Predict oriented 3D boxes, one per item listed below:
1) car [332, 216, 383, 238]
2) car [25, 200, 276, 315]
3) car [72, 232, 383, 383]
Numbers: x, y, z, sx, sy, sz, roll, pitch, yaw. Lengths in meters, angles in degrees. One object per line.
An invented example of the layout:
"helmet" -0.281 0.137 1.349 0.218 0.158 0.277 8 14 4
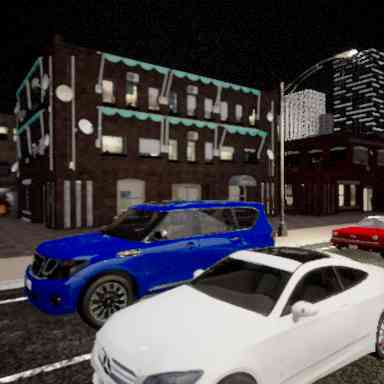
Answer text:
"car" 7.468 1.625 12.970 4.718 1.301 1.895 0 0 -35
"car" -0.528 1.228 7.290 5.566 2.045 2.150 0 0 -35
"car" 1.074 1.532 4.445 4.674 1.442 1.812 0 0 -36
